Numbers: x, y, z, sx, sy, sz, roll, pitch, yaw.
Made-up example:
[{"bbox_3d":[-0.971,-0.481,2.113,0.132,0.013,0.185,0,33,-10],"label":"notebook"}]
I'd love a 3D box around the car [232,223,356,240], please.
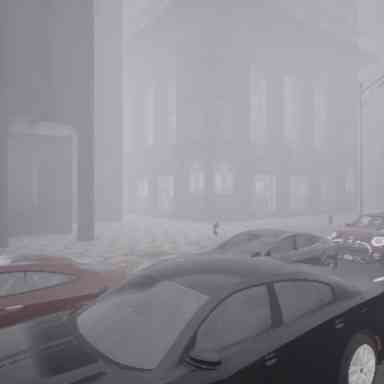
[{"bbox_3d":[1.737,1.563,7.890,4.313,1.339,1.947,0,0,-36],"label":"car"}]

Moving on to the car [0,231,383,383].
[{"bbox_3d":[0.090,1.477,3.443,5.008,1.535,1.882,0,0,-35],"label":"car"}]

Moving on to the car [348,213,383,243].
[{"bbox_3d":[6.326,1.435,11.164,4.097,1.590,1.967,0,0,-36],"label":"car"}]

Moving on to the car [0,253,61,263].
[{"bbox_3d":[-2.851,1.582,4.616,4.206,1.307,1.802,0,0,-36],"label":"car"}]
